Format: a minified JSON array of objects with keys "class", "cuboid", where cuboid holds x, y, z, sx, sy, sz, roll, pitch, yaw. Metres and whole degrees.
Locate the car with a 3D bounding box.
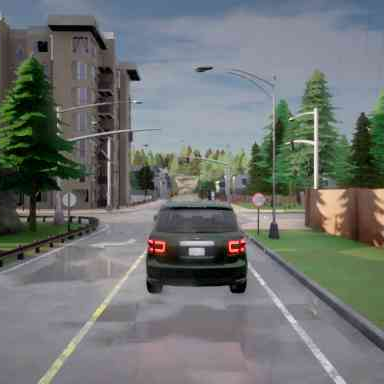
[{"class":"car","cuboid":[0.098,1.221,8.979,2.150,2.045,5.566,0,0,0]}]
